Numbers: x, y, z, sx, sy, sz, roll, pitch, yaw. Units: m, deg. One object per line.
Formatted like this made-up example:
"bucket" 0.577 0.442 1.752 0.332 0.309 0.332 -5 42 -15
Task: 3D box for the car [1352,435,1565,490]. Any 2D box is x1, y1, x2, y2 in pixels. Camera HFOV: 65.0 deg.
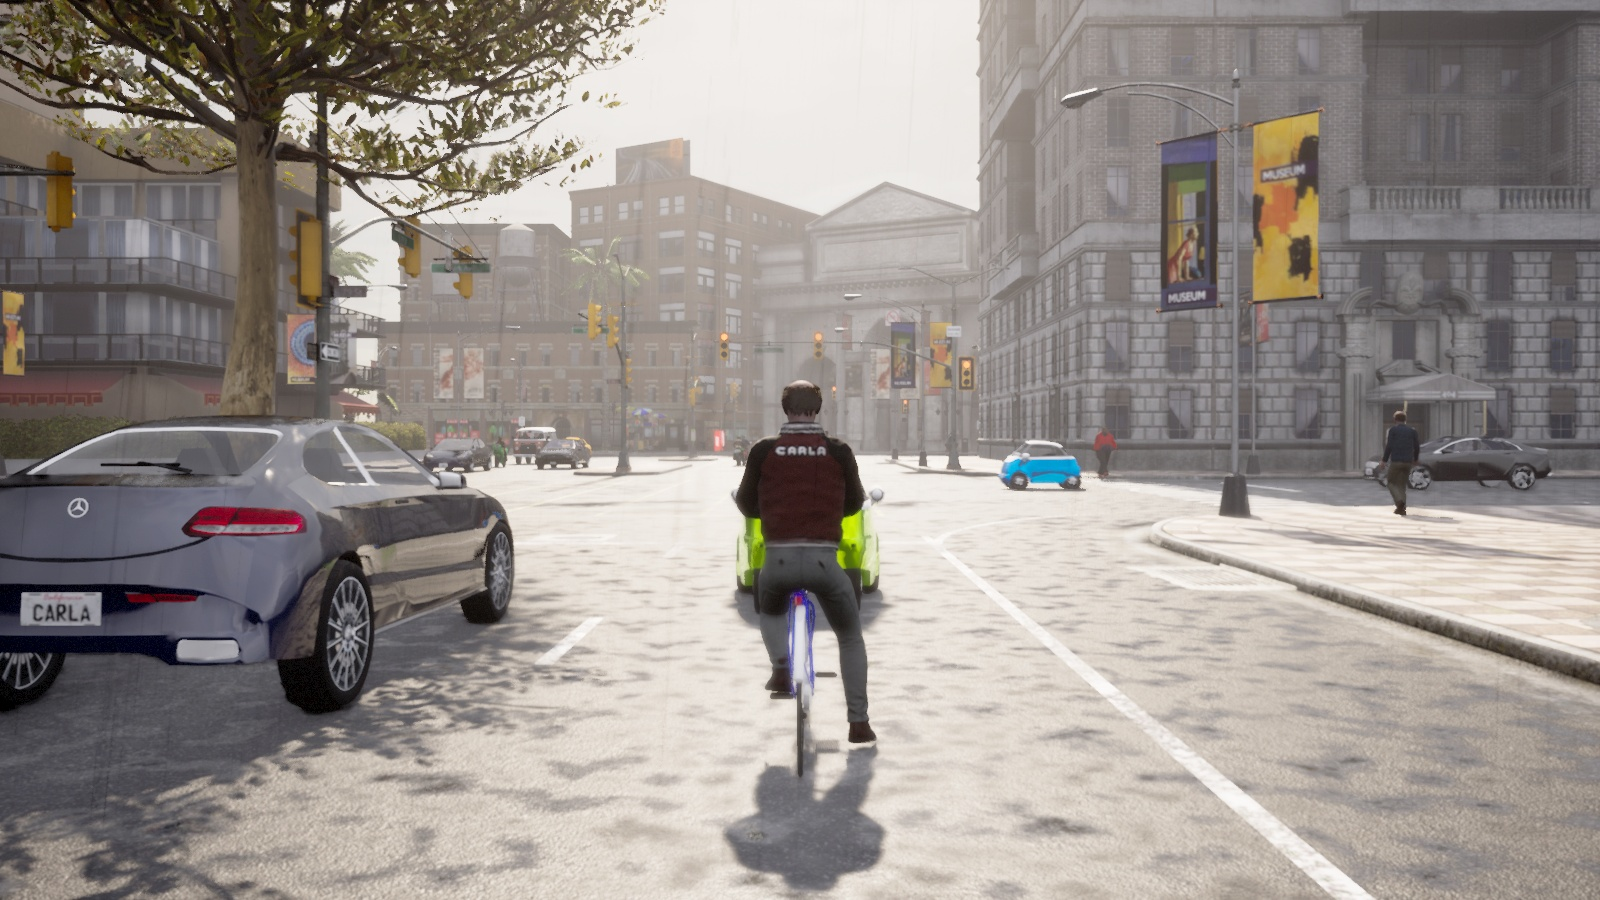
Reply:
"car" 18.519 0.330 35.505 4.902 1.511 2.128 0 1 0

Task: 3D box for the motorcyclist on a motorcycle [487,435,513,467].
"motorcyclist on a motorcycle" -14.639 0.048 61.362 0.797 1.523 2.044 0 1 0

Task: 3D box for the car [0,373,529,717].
"car" -3.514 0.428 8.552 2.152 1.651 5.027 0 1 1

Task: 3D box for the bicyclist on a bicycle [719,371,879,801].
"bicyclist on a bicycle" 0.013 0.550 6.101 0.659 1.776 1.843 0 1 1

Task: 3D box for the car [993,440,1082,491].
"car" 6.690 0.419 35.503 2.207 1.376 1.481 0 1 0

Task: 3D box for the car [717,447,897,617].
"car" 0.068 0.675 11.466 1.481 1.376 2.207 0 1 1

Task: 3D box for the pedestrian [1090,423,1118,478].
"pedestrian" 10.249 0.023 42.360 0.634 1.844 0.899 0 1 -6

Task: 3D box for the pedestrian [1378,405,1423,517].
"pedestrian" 10.104 0.180 21.138 0.402 1.842 0.726 0 1 0

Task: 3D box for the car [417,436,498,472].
"car" -14.647 0.146 54.031 2.163 1.488 4.792 0 1 0

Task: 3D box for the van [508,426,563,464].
"van" -14.593 -0.300 69.588 2.069 2.038 4.480 0 1 0

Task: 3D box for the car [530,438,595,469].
"car" -11.150 0.137 59.414 2.033 1.411 5.357 0 1 0
